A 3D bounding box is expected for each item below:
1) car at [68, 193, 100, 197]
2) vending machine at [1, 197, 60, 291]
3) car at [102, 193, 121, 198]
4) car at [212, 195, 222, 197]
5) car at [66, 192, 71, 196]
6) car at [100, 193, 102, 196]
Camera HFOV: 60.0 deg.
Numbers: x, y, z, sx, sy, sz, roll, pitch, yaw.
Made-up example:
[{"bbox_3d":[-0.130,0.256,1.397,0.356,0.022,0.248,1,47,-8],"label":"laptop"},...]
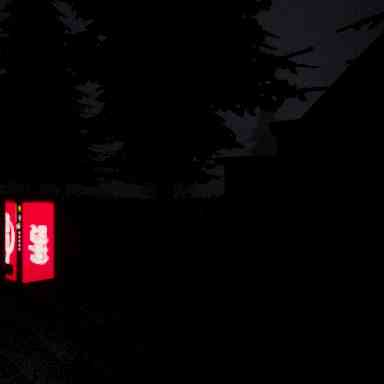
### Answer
[{"bbox_3d":[-19.231,1.330,59.221,4.514,1.523,2.007,0,0,-23],"label":"car"},{"bbox_3d":[-3.998,1.194,8.252,1.100,2.100,0.880,0,0,-44],"label":"vending machine"},{"bbox_3d":[-18.078,1.308,75.991,3.633,1.501,1.845,0,0,-23],"label":"car"},{"bbox_3d":[4.725,1.367,69.414,3.633,1.501,1.845,0,0,-23],"label":"car"},{"bbox_3d":[-20.506,1.320,62.087,5.027,1.636,2.152,0,0,-23],"label":"car"},{"bbox_3d":[-21.948,1.285,85.204,4.514,1.523,2.007,0,0,-23],"label":"car"}]
